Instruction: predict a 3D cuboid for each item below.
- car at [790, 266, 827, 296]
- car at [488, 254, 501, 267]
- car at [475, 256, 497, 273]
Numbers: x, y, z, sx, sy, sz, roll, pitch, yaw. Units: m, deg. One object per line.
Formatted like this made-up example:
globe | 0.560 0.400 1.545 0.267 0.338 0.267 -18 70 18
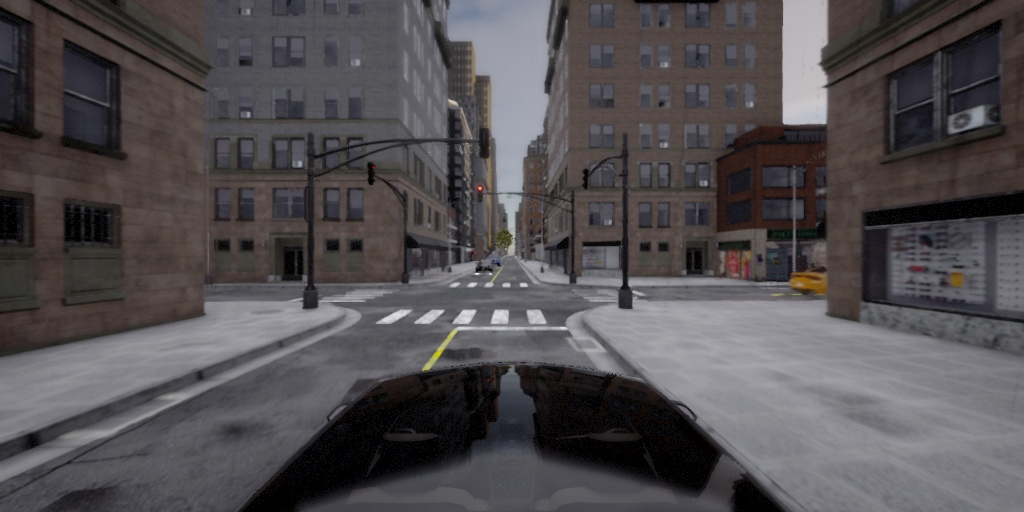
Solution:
car | 15.511 1.141 16.258 5.008 1.535 1.882 0 0 0
car | -3.025 0.737 58.786 2.150 2.045 5.566 0 0 1
car | -3.077 1.090 40.783 1.837 1.490 4.892 0 1 0
